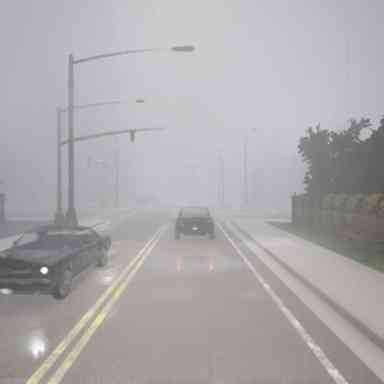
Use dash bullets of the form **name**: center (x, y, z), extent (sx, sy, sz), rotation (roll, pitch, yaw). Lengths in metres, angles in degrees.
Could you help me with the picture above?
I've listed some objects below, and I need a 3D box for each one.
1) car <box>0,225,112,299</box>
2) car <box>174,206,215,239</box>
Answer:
- **car**: center (-3.542, 1.586, 8.544), extent (1.895, 1.301, 4.718), rotation (0, 0, 1)
- **car**: center (0.116, 1.448, 17.116), extent (1.882, 1.535, 5.008), rotation (0, 0, 0)
